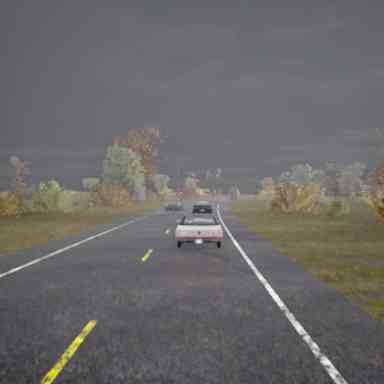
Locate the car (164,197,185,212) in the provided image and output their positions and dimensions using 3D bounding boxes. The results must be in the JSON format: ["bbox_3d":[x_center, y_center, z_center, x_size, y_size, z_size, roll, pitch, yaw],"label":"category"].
[{"bbox_3d":[-2.122,1.462,41.311,2.097,1.767,4.553,0,0,4],"label":"car"}]

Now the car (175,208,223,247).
[{"bbox_3d":[0.333,1.644,15.237,1.895,1.301,4.718,0,0,1],"label":"car"}]

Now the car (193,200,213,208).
[{"bbox_3d":[1.083,1.568,33.439,1.882,1.535,5.008,0,0,3],"label":"car"}]
